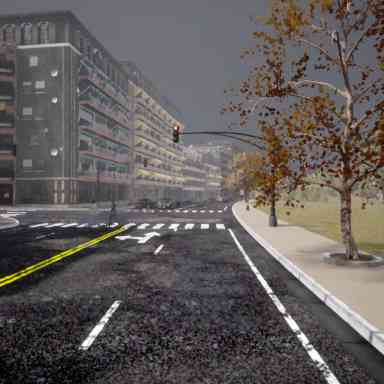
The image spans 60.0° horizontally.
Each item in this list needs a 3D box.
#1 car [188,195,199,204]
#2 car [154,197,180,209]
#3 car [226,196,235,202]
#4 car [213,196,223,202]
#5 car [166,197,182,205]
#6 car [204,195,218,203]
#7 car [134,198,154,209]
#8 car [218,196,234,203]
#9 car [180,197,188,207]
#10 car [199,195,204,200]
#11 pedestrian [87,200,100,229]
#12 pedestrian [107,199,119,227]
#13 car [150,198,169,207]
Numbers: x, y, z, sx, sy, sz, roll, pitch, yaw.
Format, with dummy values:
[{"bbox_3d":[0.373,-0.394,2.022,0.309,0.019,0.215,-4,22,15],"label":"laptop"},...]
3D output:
[{"bbox_3d":[-0.502,1.785,67.604,2.033,1.411,5.357,0,0,9],"label":"car"},{"bbox_3d":[-3.524,1.475,46.970,2.097,1.767,4.553,0,0,7],"label":"car"},{"bbox_3d":[10.052,1.864,87.570,1.812,1.442,4.674,0,0,13],"label":"car"},{"bbox_3d":[6.784,1.811,87.859,1.882,1.535,5.008,0,0,13],"label":"car"},{"bbox_3d":[-3.669,1.788,68.294,2.033,1.411,5.357,0,0,10],"label":"car"},{"bbox_3d":[4.666,1.830,77.716,2.128,1.511,4.902,0,0,11],"label":"car"},{"bbox_3d":[-6.760,1.628,47.288,1.837,1.490,4.892,0,0,7],"label":"car"},{"bbox_3d":[7.864,1.844,77.134,2.033,1.411,5.357,0,0,11],"label":"car"},{"bbox_3d":[-2.366,1.772,55.886,1.895,1.301,4.718,0,0,8],"label":"car"},{"bbox_3d":[2.299,1.433,82.435,1.882,1.535,5.008,0,0,12],"label":"car"},{"bbox_3d":[-6.015,1.319,20.396,0.375,1.860,0.375,0,0,3],"label":"pedestrian"},{"bbox_3d":[-5.134,1.321,21.552,0.375,1.860,0.375,0,0,3],"label":"pedestrian"},{"bbox_3d":[-5.489,1.723,56.951,2.033,1.411,5.357,0,0,8],"label":"car"}]
